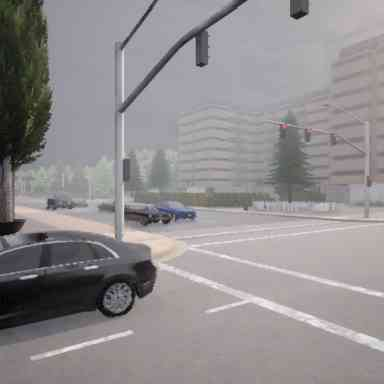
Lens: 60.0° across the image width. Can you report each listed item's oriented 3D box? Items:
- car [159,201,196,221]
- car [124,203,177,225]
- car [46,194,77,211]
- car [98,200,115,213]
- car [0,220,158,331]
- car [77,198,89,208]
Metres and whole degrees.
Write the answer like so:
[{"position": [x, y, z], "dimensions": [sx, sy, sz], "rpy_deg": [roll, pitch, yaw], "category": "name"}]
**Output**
[{"position": [-1.630, 1.478, 26.809], "dimensions": [1.882, 1.535, 5.008], "rpy_deg": [0, 0, -36], "category": "car"}, {"position": [-3.304, 1.601, 23.151], "dimensions": [1.895, 1.301, 4.718], "rpy_deg": [0, 0, -36], "category": "car"}, {"position": [-16.642, 1.220, 41.659], "dimensions": [2.150, 2.045, 5.566], "rpy_deg": [0, 0, -36], "category": "car"}, {"position": [-8.703, 1.601, 36.615], "dimensions": [1.895, 1.301, 4.718], "rpy_deg": [0, 0, -36], "category": "car"}, {"position": [-2.973, 1.504, 5.884], "dimensions": [4.892, 1.490, 1.837], "rpy_deg": [0, 1, -35], "category": "car"}, {"position": [-16.267, 1.526, 47.160], "dimensions": [1.812, 1.442, 4.674], "rpy_deg": [0, 0, -35], "category": "car"}]
